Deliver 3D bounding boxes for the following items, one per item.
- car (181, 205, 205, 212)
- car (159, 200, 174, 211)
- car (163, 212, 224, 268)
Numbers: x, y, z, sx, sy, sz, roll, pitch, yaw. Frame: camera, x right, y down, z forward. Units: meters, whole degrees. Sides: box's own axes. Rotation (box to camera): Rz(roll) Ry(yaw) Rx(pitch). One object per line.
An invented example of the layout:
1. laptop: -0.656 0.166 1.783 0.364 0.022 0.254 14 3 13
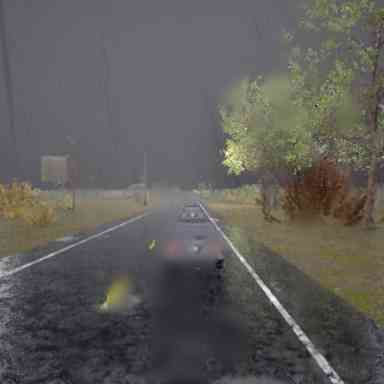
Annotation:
1. car: 0.066 1.762 26.604 2.033 1.411 5.357 0 0 0
2. car: -3.588 1.878 46.691 1.812 1.442 4.674 0 0 0
3. car: 0.066 1.643 11.574 2.033 1.411 5.357 0 0 0
